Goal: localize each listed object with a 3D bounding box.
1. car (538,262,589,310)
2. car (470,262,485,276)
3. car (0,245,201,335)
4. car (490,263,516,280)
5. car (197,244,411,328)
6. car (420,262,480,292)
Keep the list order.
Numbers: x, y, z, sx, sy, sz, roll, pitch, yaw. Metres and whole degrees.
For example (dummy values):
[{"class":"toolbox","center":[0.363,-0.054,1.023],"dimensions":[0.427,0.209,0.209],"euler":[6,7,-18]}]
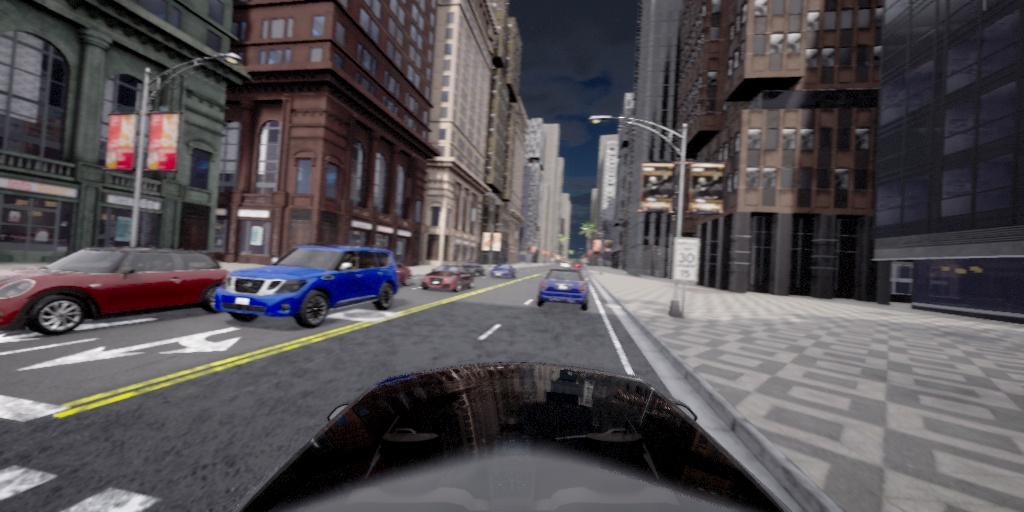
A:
[{"class":"car","center":[2.482,1.346,16.743],"dimensions":[2.097,1.767,4.553],"euler":[3,0,11]},{"class":"car","center":[-4.012,1.281,35.319],"dimensions":[1.994,1.385,4.181],"euler":[3,0,11]},{"class":"car","center":[-9.135,0.566,8.293],"dimensions":[2.097,1.767,4.553],"euler":[3,0,11]},{"class":"car","center":[-0.796,1.441,34.844],"dimensions":[1.812,1.442,4.674],"euler":[3,0,11]},{"class":"car","center":[-5.382,0.684,10.551],"dimensions":[2.150,2.045,5.566],"euler":[4,0,10]},{"class":"car","center":[-3.555,1.207,20.377],"dimensions":[1.994,1.385,4.181],"euler":[3,0,10]}]
